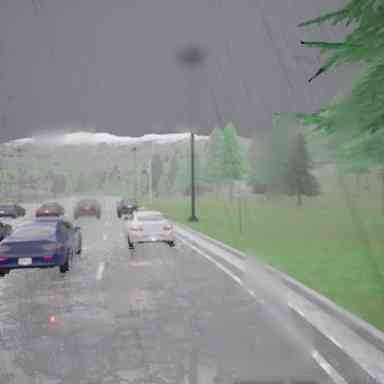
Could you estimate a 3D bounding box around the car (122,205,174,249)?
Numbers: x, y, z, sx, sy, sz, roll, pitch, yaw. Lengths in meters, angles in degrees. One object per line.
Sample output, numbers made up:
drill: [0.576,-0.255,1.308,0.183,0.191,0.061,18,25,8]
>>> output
car: [-1.956,1.519,14.637,1.812,1.442,4.674,-1,0,-13]

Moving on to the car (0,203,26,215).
car: [-16.491,1.678,30.156,1.994,1.385,4.181,-1,0,-13]

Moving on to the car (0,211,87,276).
car: [-4.618,1.555,10.515,1.812,1.442,4.674,-1,0,-12]

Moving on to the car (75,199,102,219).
car: [-9.164,1.390,29.603,2.097,1.767,4.553,-1,0,-14]

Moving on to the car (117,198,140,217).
car: [-6.060,1.354,31.699,2.097,1.767,4.553,-1,0,-14]

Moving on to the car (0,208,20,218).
car: [-8.796,1.614,13.310,2.033,1.411,5.357,-1,0,-14]

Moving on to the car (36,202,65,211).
car: [-13.046,1.641,30.802,1.994,1.385,4.181,-1,0,-13]
